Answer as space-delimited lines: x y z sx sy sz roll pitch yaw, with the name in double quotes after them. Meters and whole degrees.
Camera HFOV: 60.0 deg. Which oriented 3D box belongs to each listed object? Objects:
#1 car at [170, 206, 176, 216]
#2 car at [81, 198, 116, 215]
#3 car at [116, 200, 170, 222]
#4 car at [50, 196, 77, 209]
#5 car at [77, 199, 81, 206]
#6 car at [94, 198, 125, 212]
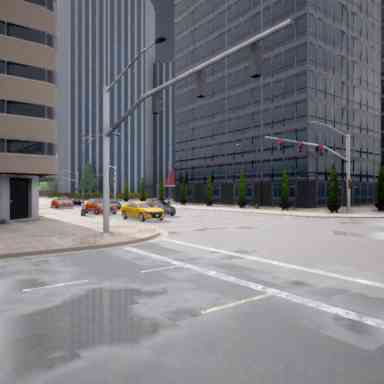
-3.403 1.560 32.344 1.837 1.490 4.892 0 0 -37 "car"
-9.543 1.407 34.751 2.097 1.767 4.553 0 0 -37 "car"
-4.144 1.533 27.469 1.882 1.535 5.008 0 0 -37 "car"
-18.148 1.409 46.363 2.097 1.767 4.553 0 0 -36 "car"
-19.258 1.656 53.793 1.895 1.301 4.718 0 0 -36 "car"
-10.459 1.545 41.854 2.128 1.511 4.902 0 0 -37 "car"
